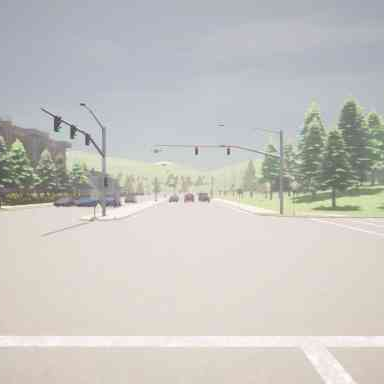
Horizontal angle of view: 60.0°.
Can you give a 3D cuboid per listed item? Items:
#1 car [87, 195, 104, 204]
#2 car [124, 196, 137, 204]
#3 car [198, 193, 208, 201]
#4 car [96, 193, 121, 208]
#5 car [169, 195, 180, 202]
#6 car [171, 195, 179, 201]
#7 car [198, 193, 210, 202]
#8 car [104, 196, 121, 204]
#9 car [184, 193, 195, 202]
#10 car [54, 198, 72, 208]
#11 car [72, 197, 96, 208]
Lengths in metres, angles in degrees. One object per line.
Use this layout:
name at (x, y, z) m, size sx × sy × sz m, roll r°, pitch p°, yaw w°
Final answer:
car at (-18.986, 1.478, 65.540) m, size 1.882 × 1.535 × 5.008 m, roll 0°, pitch 0°, yaw -1°
car at (-11.993, 1.504, 65.191) m, size 1.837 × 1.490 × 4.892 m, roll 0°, pitch 0°, yaw 0°
car at (2.748, 1.194, 83.666) m, size 2.150 × 2.045 × 5.566 m, roll 0°, pitch 0°, yaw -1°
car at (-11.811, 1.221, 48.349) m, size 2.150 × 2.045 × 5.566 m, roll 0°, pitch 0°, yaw -1°
car at (-4.087, 1.541, 72.899) m, size 2.033 × 1.411 × 5.357 m, roll 0°, pitch 0°, yaw -1°
car at (-4.251, 1.488, 83.517) m, size 1.812 × 1.442 × 4.674 m, roll 0°, pitch 0°, yaw -1°
car at (2.905, 1.501, 73.442) m, size 1.837 × 1.490 × 4.892 m, roll 0°, pitch 0°, yaw -1°
car at (-15.490, 1.492, 65.066) m, size 2.128 × 1.511 × 4.902 m, roll 0°, pitch 0°, yaw 0°
car at (-0.589, 1.225, 73.019) m, size 2.150 × 2.045 × 5.566 m, roll 0°, pitch 0°, yaw -1°
car at (-18.831, 1.547, 49.766) m, size 2.033 × 1.411 × 5.357 m, roll 0°, pitch 0°, yaw -1°
car at (-15.310, 1.478, 48.352) m, size 1.882 × 1.535 × 5.008 m, roll 0°, pitch 0°, yaw -1°
